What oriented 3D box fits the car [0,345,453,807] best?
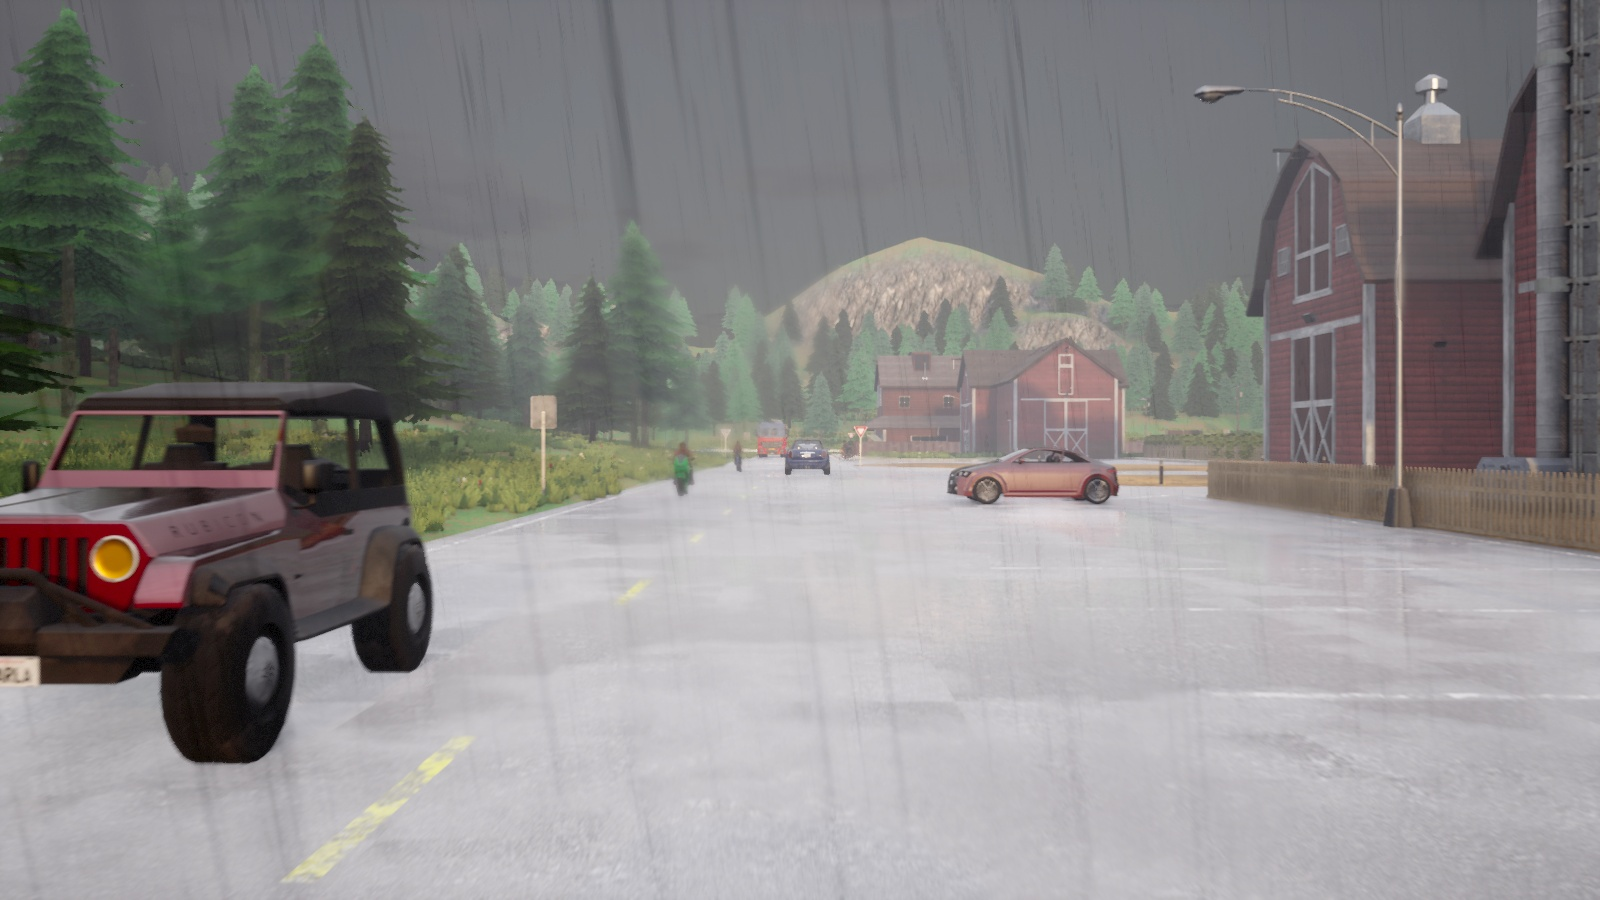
[{"bbox_3d":[-3.444,0.500,7.038,1.905,1.878,3.866,0,0,0],"label":"car"}]

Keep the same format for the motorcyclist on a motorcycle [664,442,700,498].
[{"bbox_3d":[-3.285,0.528,35.090,0.797,1.523,2.044,0,0,0],"label":"motorcyclist on a motorcycle"}]

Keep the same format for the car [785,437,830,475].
[{"bbox_3d":[0.359,0.265,60.350,2.097,1.767,4.553,0,0,0],"label":"car"}]
